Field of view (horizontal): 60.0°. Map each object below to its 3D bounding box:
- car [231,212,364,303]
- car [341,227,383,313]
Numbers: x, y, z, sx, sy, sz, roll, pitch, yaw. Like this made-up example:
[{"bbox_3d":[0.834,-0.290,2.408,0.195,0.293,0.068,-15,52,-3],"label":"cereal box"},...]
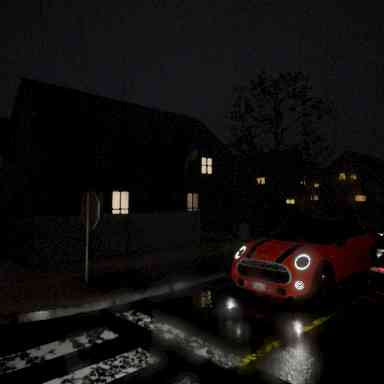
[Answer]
[{"bbox_3d":[3.053,1.449,8.644,4.553,1.767,2.097,1,-1,-44],"label":"car"},{"bbox_3d":[5.234,1.567,6.822,4.902,1.511,2.128,1,-1,-43],"label":"car"}]
